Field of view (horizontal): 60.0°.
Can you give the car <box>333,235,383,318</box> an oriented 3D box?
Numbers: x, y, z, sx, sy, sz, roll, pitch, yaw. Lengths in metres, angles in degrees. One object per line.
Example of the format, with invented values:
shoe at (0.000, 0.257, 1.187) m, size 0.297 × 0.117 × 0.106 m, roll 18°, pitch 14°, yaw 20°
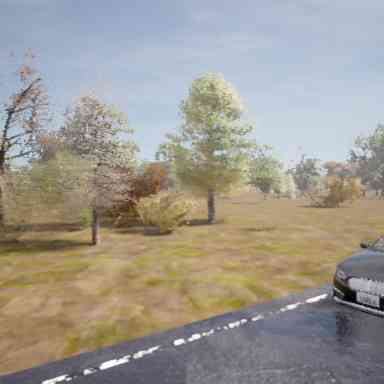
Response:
car at (4.856, 1.478, 6.834) m, size 4.902 × 1.511 × 2.128 m, roll 0°, pitch 0°, yaw -35°
